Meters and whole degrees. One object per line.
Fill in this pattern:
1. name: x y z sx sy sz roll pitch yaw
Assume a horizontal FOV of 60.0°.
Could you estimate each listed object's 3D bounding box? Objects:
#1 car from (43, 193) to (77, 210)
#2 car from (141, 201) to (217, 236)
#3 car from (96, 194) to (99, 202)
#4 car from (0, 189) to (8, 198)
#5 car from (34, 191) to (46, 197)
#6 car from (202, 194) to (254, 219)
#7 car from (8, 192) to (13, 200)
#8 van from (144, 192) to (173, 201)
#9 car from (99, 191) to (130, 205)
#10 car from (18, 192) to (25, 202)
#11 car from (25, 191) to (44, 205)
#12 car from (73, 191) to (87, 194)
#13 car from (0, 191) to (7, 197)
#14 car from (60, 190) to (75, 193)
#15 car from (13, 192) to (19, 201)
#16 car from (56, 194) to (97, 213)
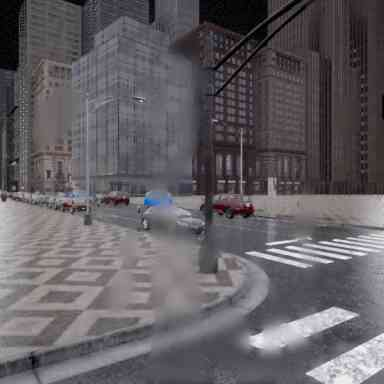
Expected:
1. car: -13.752 1.074 34.729 2.008 1.369 4.403 1 0 -36
2. car: -1.065 1.367 16.959 2.008 1.369 4.403 1 0 -36
3. car: -13.154 0.934 48.564 2.008 1.369 4.403 1 0 -36
4. car: -39.130 0.611 70.273 1.947 1.339 4.313 1 0 -36
5. car: -38.534 0.495 84.109 1.887 1.381 4.507 0 0 -36
6. car: 2.712 1.050 26.345 2.192 1.841 5.009 1 0 -36
7. car: -29.613 0.747 56.945 1.887 1.381 4.507 1 0 -36
8. van: -3.633 0.930 35.232 1.690 1.788 3.998 1 0 -36
9. car: -9.978 0.766 44.119 2.192 1.841 5.009 1 0 -36
10. car: -23.269 0.874 48.059 2.008 1.369 4.403 1 0 -36
11. car: -20.097 0.939 43.616 2.008 1.369 4.403 1 0 -36
12. car: -16.199 0.967 48.388 1.895 1.301 4.718 0 1 -36
13. car: -45.374 0.482 79.020 1.752 1.417 4.829 1 0 -36
14. car: -21.923 0.778 56.405 1.812 1.442 4.674 0 1 -35
15. car: -26.440 0.702 52.502 1.967 1.590 4.097 1 0 -36
16. car: -10.580 1.139 30.287 1.887 1.381 4.507 1 0 -36
